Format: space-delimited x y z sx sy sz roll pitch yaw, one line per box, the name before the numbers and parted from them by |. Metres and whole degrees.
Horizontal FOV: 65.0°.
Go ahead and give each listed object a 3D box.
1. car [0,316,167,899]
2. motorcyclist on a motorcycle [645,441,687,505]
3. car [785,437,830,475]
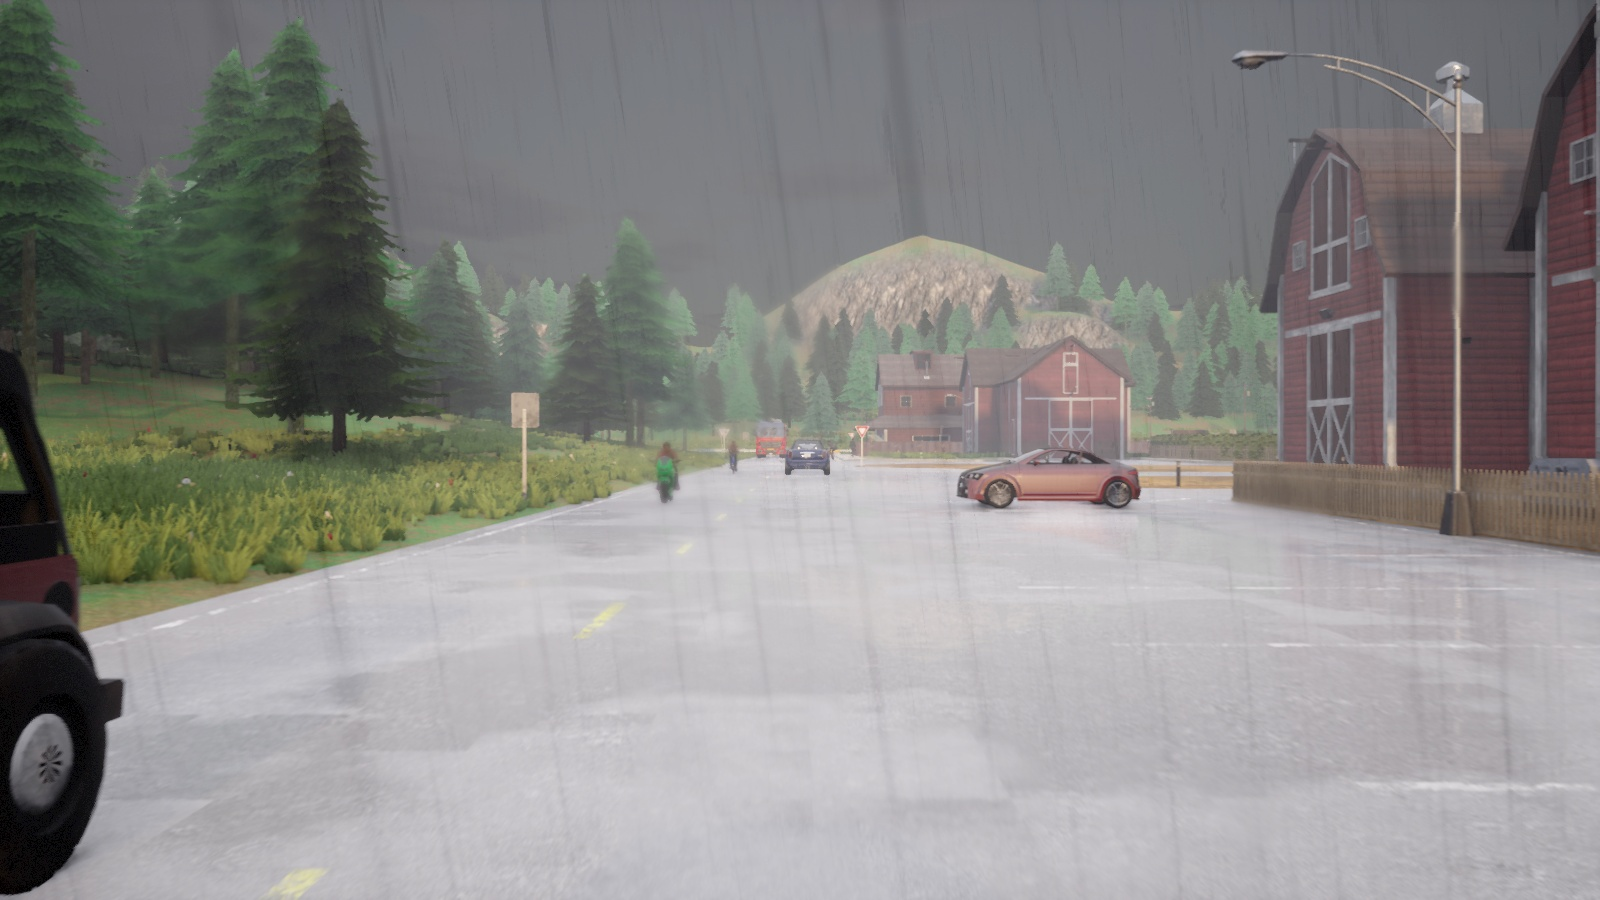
car | -3.467 0.522 3.036 1.905 1.878 3.866 0 0 0
motorcyclist on a motorcycle | -3.307 0.551 31.098 0.797 1.523 2.044 0 0 0
car | 0.358 0.267 60.094 2.097 1.767 4.553 0 0 0
